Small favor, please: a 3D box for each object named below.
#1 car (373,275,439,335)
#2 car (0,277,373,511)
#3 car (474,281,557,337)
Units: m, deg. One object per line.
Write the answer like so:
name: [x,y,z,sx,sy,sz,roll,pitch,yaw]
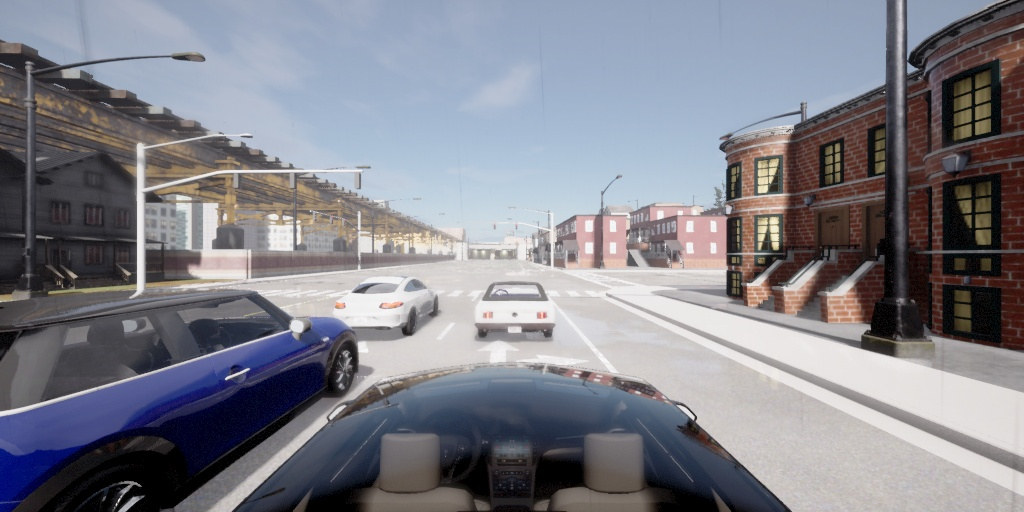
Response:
car: [-3.396,1.276,10.331,1.812,1.442,4.674,0,0,0]
car: [-3.399,1.102,3.688,2.097,1.767,4.553,0,0,0]
car: [0.106,1.351,10.223,1.895,1.301,4.718,0,0,1]
